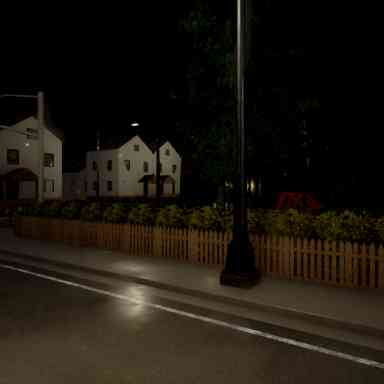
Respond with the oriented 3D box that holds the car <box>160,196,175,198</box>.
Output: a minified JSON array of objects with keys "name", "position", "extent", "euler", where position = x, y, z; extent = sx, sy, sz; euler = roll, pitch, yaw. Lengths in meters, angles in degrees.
[{"name":"car","position":[-3.879,1.352,46.811],"extent":[2.097,1.767,4.553],"euler":[0,0,35]}]

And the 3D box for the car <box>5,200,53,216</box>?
[{"name":"car","position":[-14.777,1.491,31.083],"extent":[2.128,1.511,4.902],"euler":[0,0,35]}]
